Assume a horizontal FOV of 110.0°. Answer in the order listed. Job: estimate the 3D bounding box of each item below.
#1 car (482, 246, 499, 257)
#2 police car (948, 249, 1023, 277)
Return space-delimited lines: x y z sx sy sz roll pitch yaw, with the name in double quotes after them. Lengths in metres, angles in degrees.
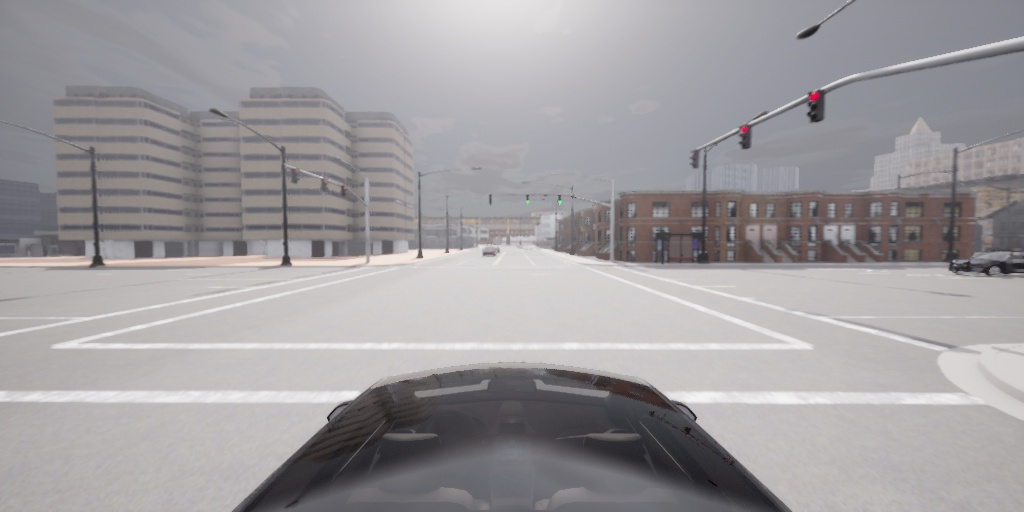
-3.334 -0.706 53.180 1.882 1.535 5.008 0 2 1 "car"
30.179 0.402 22.181 5.238 1.638 1.930 0 2 0 "police car"
